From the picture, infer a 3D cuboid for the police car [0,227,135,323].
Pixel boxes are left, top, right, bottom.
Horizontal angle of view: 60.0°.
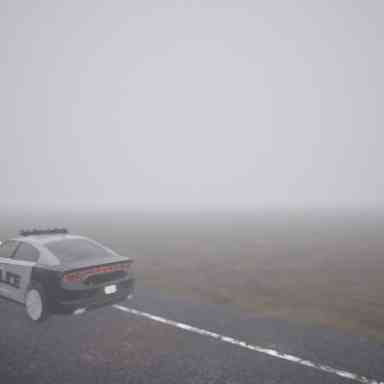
[{"bbox_3d":[-3.582,1.663,7.856,5.238,1.638,1.930,-1,-2,38],"label":"police car"}]
